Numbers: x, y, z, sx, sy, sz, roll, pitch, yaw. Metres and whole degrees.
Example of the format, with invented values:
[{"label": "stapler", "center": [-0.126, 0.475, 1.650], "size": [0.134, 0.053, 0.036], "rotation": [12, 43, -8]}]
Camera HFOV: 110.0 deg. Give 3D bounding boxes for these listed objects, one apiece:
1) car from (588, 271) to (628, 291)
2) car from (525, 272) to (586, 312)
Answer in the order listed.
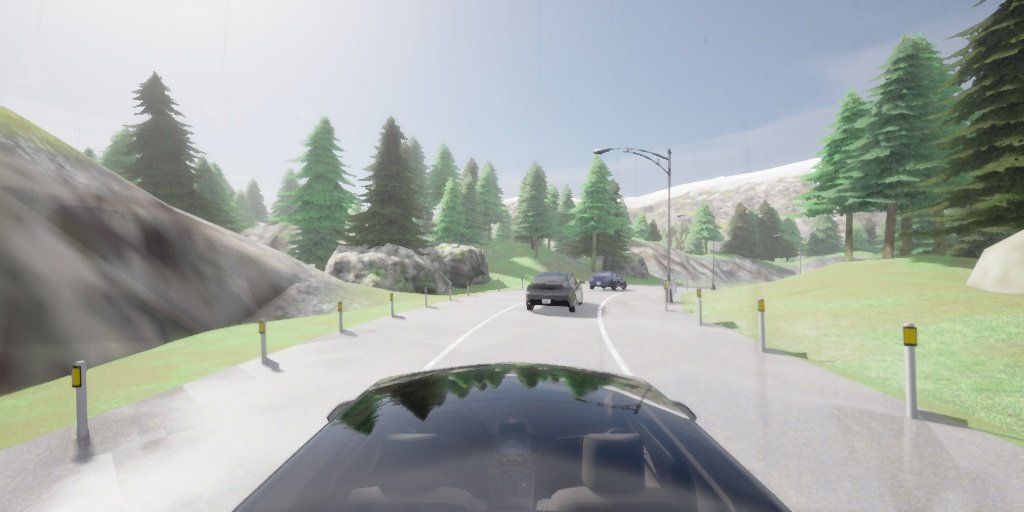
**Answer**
[{"label": "car", "center": [7.317, 1.866, 27.258], "size": [1.812, 1.442, 4.674], "rotation": [0, -3, 32]}, {"label": "car", "center": [1.864, 1.395, 14.879], "size": [1.837, 1.490, 4.892], "rotation": [0, -1, 16]}]
